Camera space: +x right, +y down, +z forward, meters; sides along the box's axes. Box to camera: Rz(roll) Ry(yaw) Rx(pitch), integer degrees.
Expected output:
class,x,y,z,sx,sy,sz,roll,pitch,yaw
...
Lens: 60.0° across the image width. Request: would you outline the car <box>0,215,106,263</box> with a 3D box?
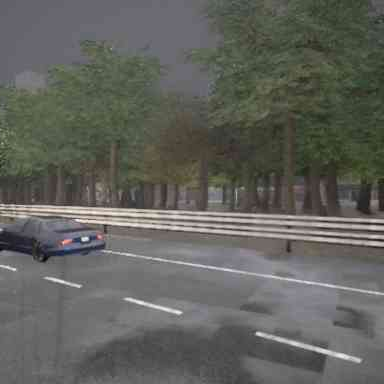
class,x,y,z,sx,sy,sz,roll,pitch,yaw
car,-5.451,1.563,12.064,5.357,1.411,2.033,0,0,36
